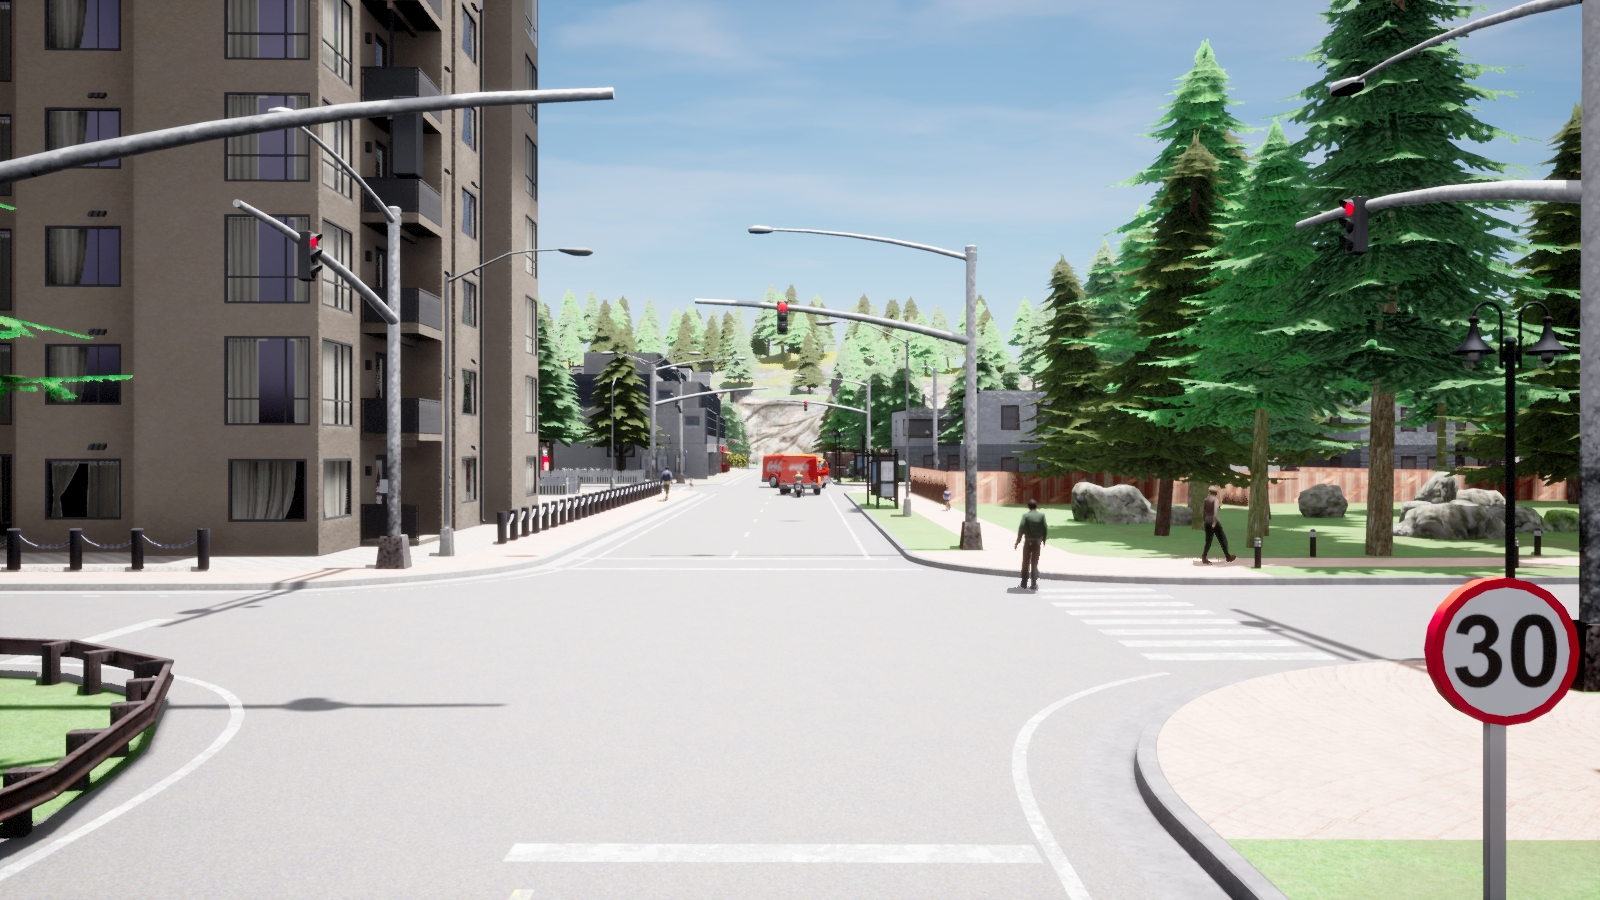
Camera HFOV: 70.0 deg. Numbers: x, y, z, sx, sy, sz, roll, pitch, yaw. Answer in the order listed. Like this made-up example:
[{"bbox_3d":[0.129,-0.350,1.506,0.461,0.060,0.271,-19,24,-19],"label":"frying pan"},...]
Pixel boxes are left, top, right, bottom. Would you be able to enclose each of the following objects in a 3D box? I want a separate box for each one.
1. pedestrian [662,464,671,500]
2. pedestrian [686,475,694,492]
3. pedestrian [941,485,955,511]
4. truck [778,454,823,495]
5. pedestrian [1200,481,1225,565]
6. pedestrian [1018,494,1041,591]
[{"bbox_3d":[-6.829,1.642,58.397,0.375,1.860,0.375,0,0,1],"label":"pedestrian"},{"bbox_3d":[-7.179,2.174,74.686,0.500,1.100,0.500,0,0,-5],"label":"pedestrian"},{"bbox_3d":[6.258,2.029,48.317,0.500,1.100,0.500,0,0,-1],"label":"pedestrian"},{"bbox_3d":[0.071,1.506,71.518,2.627,2.467,5.204,0,0,3],"label":"truck"},{"bbox_3d":[9.350,1.647,25.904,0.375,1.860,0.375,0,0,-25],"label":"pedestrian"},{"bbox_3d":[4.517,1.811,22.470,0.375,1.860,0.375,0,0,-2],"label":"pedestrian"}]
